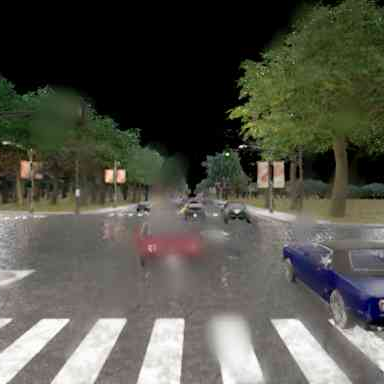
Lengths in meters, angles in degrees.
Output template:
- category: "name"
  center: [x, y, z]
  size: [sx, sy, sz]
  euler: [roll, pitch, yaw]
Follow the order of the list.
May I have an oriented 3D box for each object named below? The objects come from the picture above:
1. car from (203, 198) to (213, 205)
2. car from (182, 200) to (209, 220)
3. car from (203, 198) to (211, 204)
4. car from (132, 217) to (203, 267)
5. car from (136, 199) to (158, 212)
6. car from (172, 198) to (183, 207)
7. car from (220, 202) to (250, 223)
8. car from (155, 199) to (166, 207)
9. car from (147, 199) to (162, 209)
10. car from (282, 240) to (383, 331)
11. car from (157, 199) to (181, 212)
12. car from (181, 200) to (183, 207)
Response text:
- category: "car"
  center: [3.694, 2.154, 75.439]
  size: [1.837, 1.490, 4.892]
  euler: [0, -1, 0]
- category: "car"
  center: [0.288, 1.763, 30.729]
  size: [1.837, 1.490, 4.892]
  euler: [0, -1, 0]
- category: "car"
  center: [3.753, 2.313, 85.525]
  size: [1.994, 1.385, 4.181]
  euler: [0, -1, 0]
- category: "car"
  center: [-1.105, 1.704, 11.962]
  size: [1.895, 1.301, 4.718]
  euler: [0, -1, -14]
- category: "car"
  center: [-6.266, 1.933, 45.038]
  size: [2.033, 1.411, 5.357]
  euler: [0, 0, 1]
- category: "car"
  center: [-2.862, 2.040, 65.571]
  size: [1.882, 1.535, 5.008]
  euler: [0, -1, 0]
- category: "car"
  center: [3.512, 1.592, 27.895]
  size: [2.097, 1.767, 4.553]
  euler: [0, 0, 0]
- category: "car"
  center: [-6.114, 2.085, 65.195]
  size: [1.812, 1.442, 4.674]
  euler: [0, -1, 0]
- category: "car"
  center: [-6.173, 1.948, 54.930]
  size: [1.882, 1.535, 5.008]
  euler: [0, 0, 0]
- category: "car"
  center: [3.351, 1.662, 6.953]
  size: [1.895, 1.301, 4.718]
  euler: [0, -1, 0]
- category: "car"
  center: [-3.022, 1.932, 44.929]
  size: [2.033, 1.411, 5.357]
  euler: [0, 0, 1]
- category: "car"
  center: [-2.921, 2.074, 55.200]
  size: [1.895, 1.301, 4.718]
  euler: [0, 0, 0]
